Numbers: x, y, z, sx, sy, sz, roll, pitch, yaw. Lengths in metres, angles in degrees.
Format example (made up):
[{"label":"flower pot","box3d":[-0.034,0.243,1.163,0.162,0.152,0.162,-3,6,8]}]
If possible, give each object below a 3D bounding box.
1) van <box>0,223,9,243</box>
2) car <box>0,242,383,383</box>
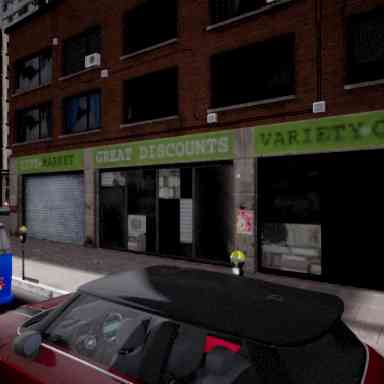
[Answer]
[{"label":"van","box3d":[-5.087,1.343,6.361,3.998,1.788,1.690,0,0,36]},{"label":"car","box3d":[-0.457,1.440,3.053,4.097,1.590,1.967,0,0,36]}]
